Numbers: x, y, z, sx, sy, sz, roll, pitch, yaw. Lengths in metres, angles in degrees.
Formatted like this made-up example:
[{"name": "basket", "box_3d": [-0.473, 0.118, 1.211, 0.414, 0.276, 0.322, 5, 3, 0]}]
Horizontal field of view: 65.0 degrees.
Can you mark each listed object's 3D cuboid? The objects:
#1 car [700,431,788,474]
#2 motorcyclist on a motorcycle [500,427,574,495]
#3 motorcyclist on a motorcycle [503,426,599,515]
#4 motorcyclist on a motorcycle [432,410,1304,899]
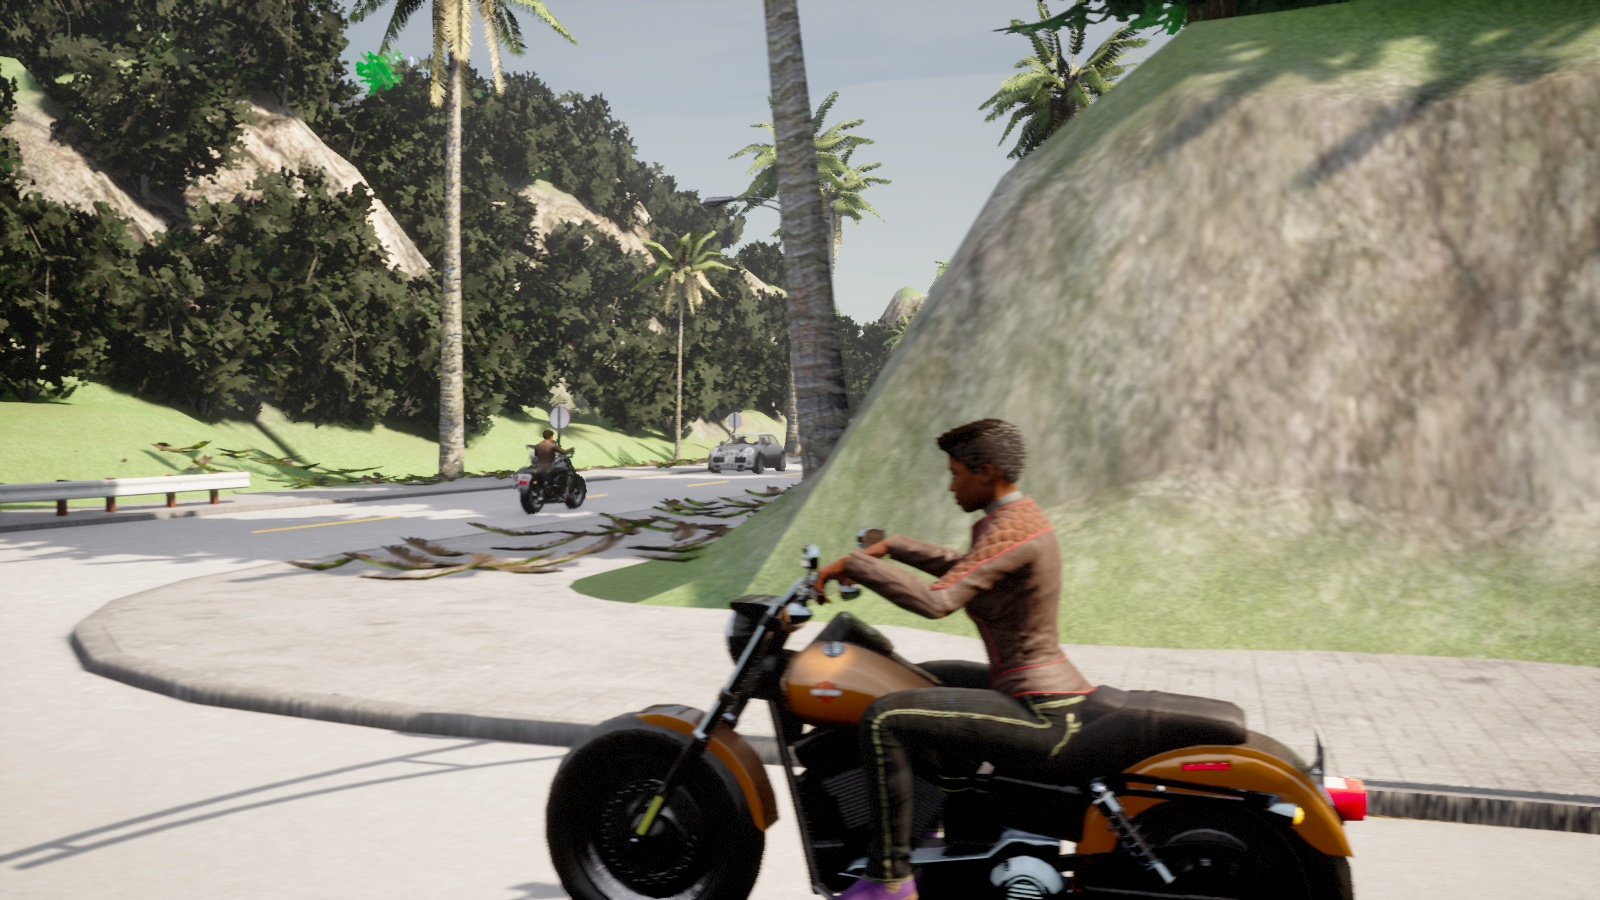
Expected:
[{"name": "car", "box_3d": [-2.000, 0.053, 45.929, 1.970, 1.475, 3.806, 1, 1, 18]}, {"name": "motorcyclist on a motorcycle", "box_3d": [-6.629, 0.245, 31.803, 0.766, 1.649, 2.350, 1, 1, 18]}, {"name": "motorcyclist on a motorcycle", "box_3d": [-4.822, 0.369, 24.488, 0.766, 1.649, 2.350, 1, 1, 18]}, {"name": "motorcyclist on a motorcycle", "box_3d": [0.169, 0.719, 3.650, 2.350, 1.649, 0.766, 0, 1, 18]}]
